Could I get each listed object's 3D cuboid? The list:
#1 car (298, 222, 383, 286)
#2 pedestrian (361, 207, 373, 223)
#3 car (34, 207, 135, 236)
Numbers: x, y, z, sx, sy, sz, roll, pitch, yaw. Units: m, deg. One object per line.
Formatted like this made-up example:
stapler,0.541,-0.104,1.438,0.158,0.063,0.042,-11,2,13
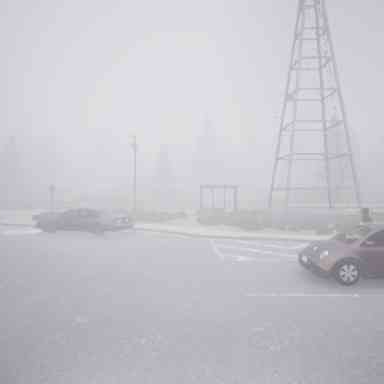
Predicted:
car,4.890,1.519,8.735,3.905,1.438,1.784,0,0,0
pedestrian,5.329,1.293,10.137,0.375,1.860,0.375,0,0,-5
car,-5.854,1.545,18.214,5.357,1.411,2.033,0,0,17
